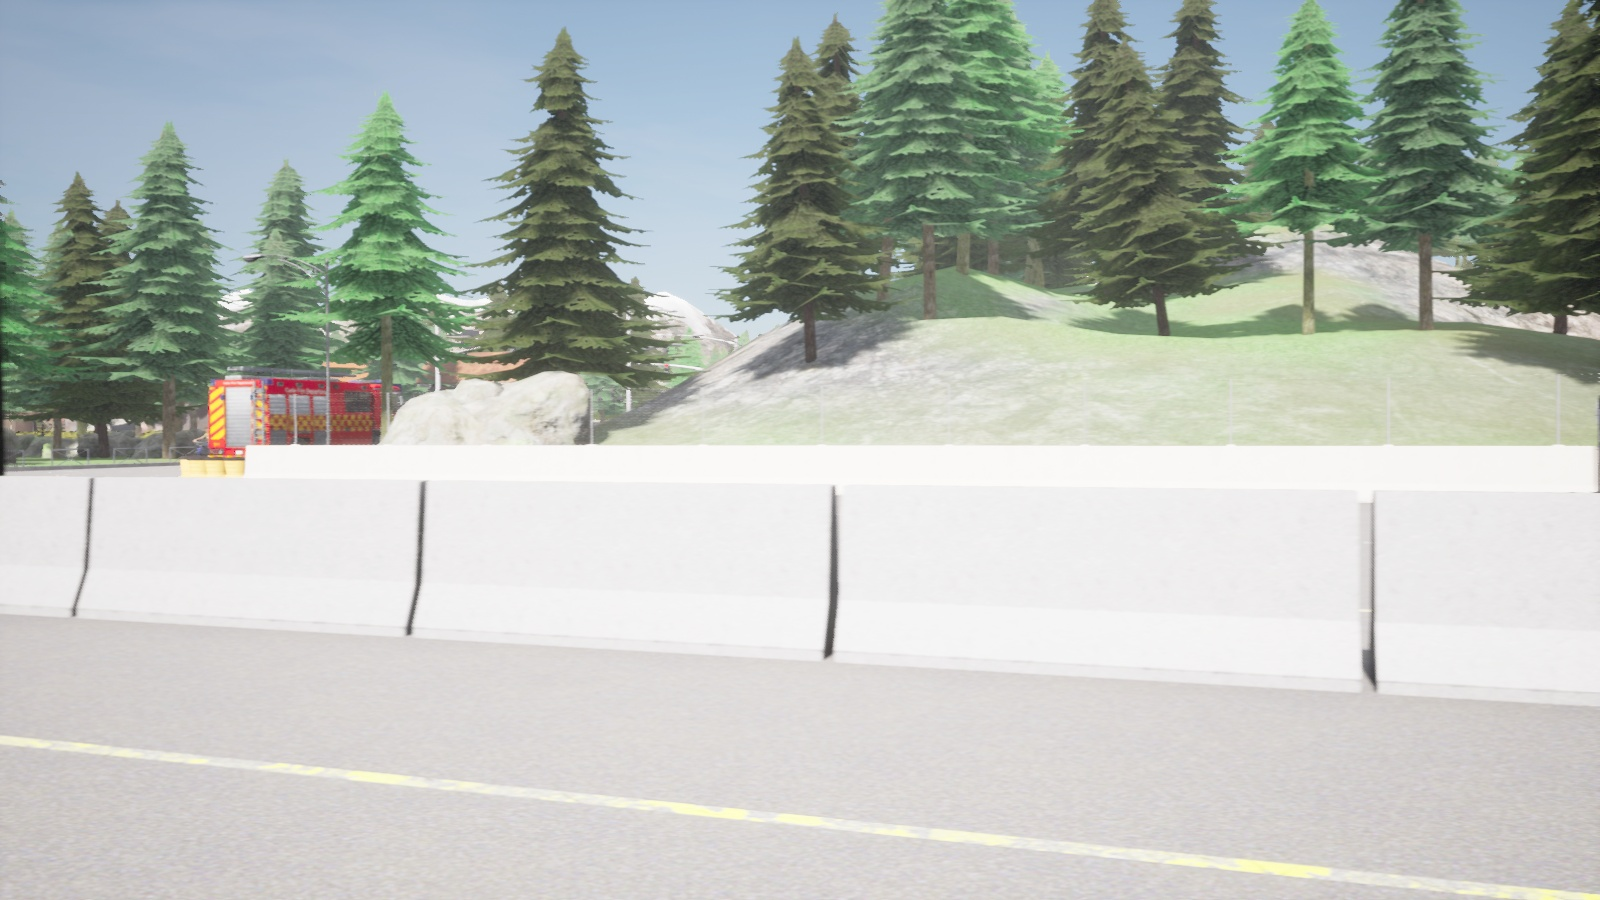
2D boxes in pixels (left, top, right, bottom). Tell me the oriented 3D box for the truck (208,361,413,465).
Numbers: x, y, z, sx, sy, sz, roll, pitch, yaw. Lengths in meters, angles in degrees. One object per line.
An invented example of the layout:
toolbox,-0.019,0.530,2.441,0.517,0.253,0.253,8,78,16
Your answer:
truck,-19.441,-1.418,50.614,2.891,3.827,8.468,1,1,19
